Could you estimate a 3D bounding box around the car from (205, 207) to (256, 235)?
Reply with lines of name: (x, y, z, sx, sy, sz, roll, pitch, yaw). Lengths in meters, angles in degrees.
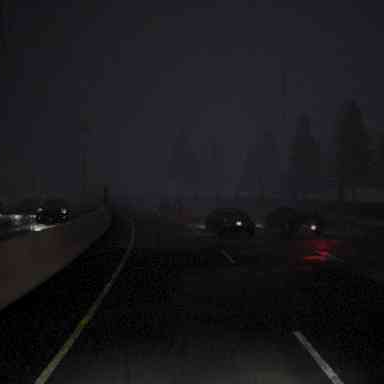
car: (2.010, 1.527, 18.471, 1.994, 1.385, 4.181, 0, 0, -9)

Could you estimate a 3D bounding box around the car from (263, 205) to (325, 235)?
car: (5.549, 1.468, 18.619, 1.837, 1.490, 4.892, 0, 0, -9)

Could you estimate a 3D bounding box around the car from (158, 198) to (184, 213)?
car: (-2.319, 1.421, 35.672, 2.128, 1.511, 4.902, 0, 0, -19)
